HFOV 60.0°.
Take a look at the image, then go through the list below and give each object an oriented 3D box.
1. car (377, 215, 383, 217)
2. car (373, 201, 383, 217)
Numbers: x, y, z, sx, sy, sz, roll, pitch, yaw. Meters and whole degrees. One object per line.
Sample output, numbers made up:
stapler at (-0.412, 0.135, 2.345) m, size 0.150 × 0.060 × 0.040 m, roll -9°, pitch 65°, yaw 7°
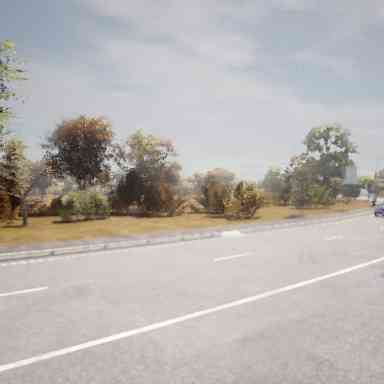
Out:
car at (7.547, 1.488, 9.902) m, size 5.008 × 1.535 × 1.882 m, roll 0°, pitch 0°, yaw -40°
car at (18.166, 1.549, 30.473) m, size 1.812 × 1.442 × 4.674 m, roll 0°, pitch 0°, yaw 41°
